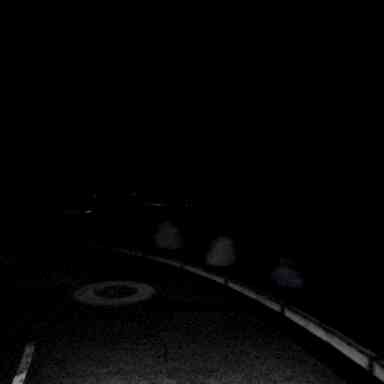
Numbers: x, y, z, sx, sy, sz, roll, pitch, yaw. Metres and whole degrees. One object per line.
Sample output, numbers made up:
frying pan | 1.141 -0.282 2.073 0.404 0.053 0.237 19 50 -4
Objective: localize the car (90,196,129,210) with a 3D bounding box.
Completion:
car | -9.966 1.457 39.210 1.994 1.385 4.181 -1 0 33

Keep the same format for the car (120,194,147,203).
car | -10.569 1.060 56.358 4.902 1.511 2.128 3 1 41

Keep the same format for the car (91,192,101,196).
car | -20.688 0.608 67.782 4.718 1.301 1.895 3 0 36

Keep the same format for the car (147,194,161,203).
car | -7.318 1.139 57.680 2.128 1.511 4.902 2 0 -40
